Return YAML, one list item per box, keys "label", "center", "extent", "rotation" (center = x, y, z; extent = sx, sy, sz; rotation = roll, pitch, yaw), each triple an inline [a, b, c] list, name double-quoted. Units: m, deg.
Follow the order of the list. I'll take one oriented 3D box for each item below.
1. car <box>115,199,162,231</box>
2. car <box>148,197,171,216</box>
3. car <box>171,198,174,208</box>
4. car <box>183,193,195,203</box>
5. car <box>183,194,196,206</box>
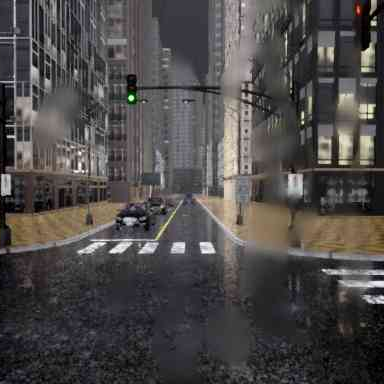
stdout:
- label: "car"
  center: [-3.293, 1.399, 20.109]
  extent: [2.128, 1.511, 4.902]
  rotation: [0, 0, 0]
- label: "car"
  center: [-3.363, 1.222, 30.725]
  extent: [2.097, 1.767, 4.553]
  rotation: [0, 0, 0]
- label: "car"
  center: [-3.478, 1.370, 45.123]
  extent: [2.033, 1.411, 5.357]
  rotation: [0, 0, 0]
- label: "car"
  center: [-0.538, 1.135, 61.021]
  extent: [2.097, 1.767, 4.553]
  rotation: [0, 0, -1]
- label: "car"
  center: [-0.450, 1.336, 51.035]
  extent: [1.812, 1.442, 4.674]
  rotation: [0, 0, -1]
